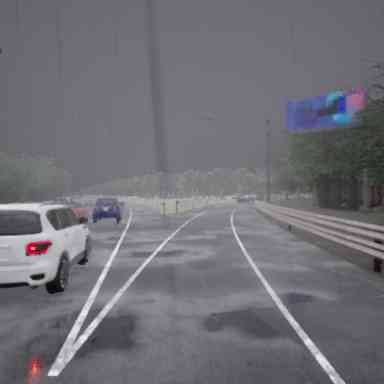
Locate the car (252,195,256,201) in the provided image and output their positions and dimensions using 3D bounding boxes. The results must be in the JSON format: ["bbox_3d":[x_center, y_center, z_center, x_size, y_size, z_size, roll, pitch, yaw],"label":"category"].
[{"bbox_3d":[14.815,1.545,82.865,1.812,1.442,4.674,0,0,26],"label":"car"}]

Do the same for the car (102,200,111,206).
[{"bbox_3d":[-21.624,2.700,84.253,1.895,1.301,4.718,0,-1,-13],"label":"car"}]

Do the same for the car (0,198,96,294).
[{"bbox_3d":[-4.205,1.310,9.020,2.150,2.045,5.566,0,0,-8],"label":"car"}]

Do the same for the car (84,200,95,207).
[{"bbox_3d":[-23.297,2.559,75.846,1.994,1.385,4.181,0,-1,-13],"label":"car"}]

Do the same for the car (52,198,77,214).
[{"bbox_3d":[-16.721,1.764,44.043,2.150,2.045,5.566,0,-1,-11],"label":"car"}]

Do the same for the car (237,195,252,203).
[{"bbox_3d":[11.490,1.528,74.547,2.097,1.767,4.553,0,0,21],"label":"car"}]

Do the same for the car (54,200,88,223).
[{"bbox_3d":[-10.828,1.686,30.067,2.097,1.767,4.553,0,-1,-9],"label":"car"}]

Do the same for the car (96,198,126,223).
[{"bbox_3d":[-7.151,1.509,28.674,2.150,2.045,5.566,0,-1,-9],"label":"car"}]

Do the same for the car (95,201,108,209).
[{"bbox_3d":[-16.015,2.314,58.986,1.895,1.301,4.718,0,-1,-12],"label":"car"}]
